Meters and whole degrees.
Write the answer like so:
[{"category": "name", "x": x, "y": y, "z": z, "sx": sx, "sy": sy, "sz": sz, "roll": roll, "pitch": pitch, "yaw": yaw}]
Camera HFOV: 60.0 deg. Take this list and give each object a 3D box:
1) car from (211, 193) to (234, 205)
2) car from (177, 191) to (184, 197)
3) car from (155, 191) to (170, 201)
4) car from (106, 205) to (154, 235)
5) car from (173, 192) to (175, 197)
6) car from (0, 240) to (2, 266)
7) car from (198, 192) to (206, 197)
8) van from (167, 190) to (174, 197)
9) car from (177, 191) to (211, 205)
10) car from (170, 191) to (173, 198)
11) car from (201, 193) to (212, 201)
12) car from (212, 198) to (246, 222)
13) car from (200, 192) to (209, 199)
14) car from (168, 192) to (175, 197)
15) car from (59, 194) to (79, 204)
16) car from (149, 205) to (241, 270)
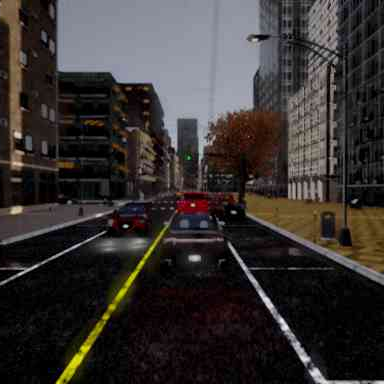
[{"category": "car", "x": 2.671, "y": 1.019, "z": 28.889, "sx": 2.192, "sy": 1.841, "sz": 5.009, "roll": 0, "pitch": 1, "yaw": 0}, {"category": "car", "x": -3.066, "y": 0.619, "z": 88.869, "sx": 1.882, "sy": 1.535, "sz": 5.008, "roll": 0, "pitch": 1, "yaw": 0}, {"category": "car", "x": -5.734, "y": 0.942, "z": 61.271, "sx": 2.008, "sy": 1.369, "sz": 4.403, "roll": 0, "pitch": 1, "yaw": 0}, {"category": "car", "x": -3.107, "y": 1.382, "z": 17.517, "sx": 1.994, "sy": 1.385, "sz": 4.181, "roll": 0, "pitch": 1, "yaw": 0}, {"category": "car", "x": -5.751, "y": 0.633, "z": 83.401, "sx": 1.967, "sy": 1.590, "sz": 4.097, "roll": 0, "pitch": 1, "yaw": 0}, {"category": "car", "x": -5.694, "y": 1.493, "z": 6.795, "sx": 1.947, "sy": 1.339, "sz": 4.313, "roll": 0, "pitch": 1, "yaw": 0}, {"category": "car", "x": 2.625, "y": 0.726, "z": 88.940, "sx": 1.802, "sy": 1.307, "sz": 4.206, "roll": 0, "pitch": 1, "yaw": 0}, {"category": "van", "x": -5.755, "y": 0.485, "z": 88.932, "sx": 1.690, "sy": 1.788, "sz": 3.998, "roll": 0, "pitch": 1, "yaw": 0}, {"category": "car", "x": 0.065, "y": 0.961, "z": 25.291, "sx": 2.150, "sy": 2.045, "sz": 5.566, "roll": 0, "pitch": 1, "yaw": 0}, {"category": "car", "x": -5.743, "y": 0.841, "z": 72.337, "sx": 2.008, "sy": 1.369, "sz": 4.403, "roll": 0, "pitch": 1, "yaw": 0}, {"category": "car", "x": 2.646, "y": 0.936, "z": 61.277, "sx": 1.887, "sy": 1.381, "sz": 4.507, "roll": 0, "pitch": 1, "yaw": 0}, {"category": "car", "x": 2.675, "y": 1.325, "z": 23.368, "sx": 1.947, "sy": 1.339, "sz": 4.313, "roll": 0, "pitch": 1, "yaw": 0}, {"category": "car", "x": 2.637, "y": 0.814, "z": 72.512, "sx": 1.752, "sy": 1.417, "sz": 4.829, "roll": 0, "pitch": 1, "yaw": 0}, {"category": "car", "x": -5.759, "y": 0.678, "z": 94.466, "sx": 1.802, "sy": 1.307, "sz": 4.206, "roll": 0, "pitch": 1, "yaw": 0}, {"category": "car", "x": -16.456, "y": 0.916, "z": 41.856, "sx": 4.403, "sy": 1.369, "sz": 2.008, "roll": 1, "pitch": 0, "yaw": -1}, {"category": "car", "x": 0.074, "y": 1.381, "z": 10.571, "sx": 2.128, "sy": 1.511, "sz": 4.902, "roll": 0, "pitch": 1, "yaw": 0}]
